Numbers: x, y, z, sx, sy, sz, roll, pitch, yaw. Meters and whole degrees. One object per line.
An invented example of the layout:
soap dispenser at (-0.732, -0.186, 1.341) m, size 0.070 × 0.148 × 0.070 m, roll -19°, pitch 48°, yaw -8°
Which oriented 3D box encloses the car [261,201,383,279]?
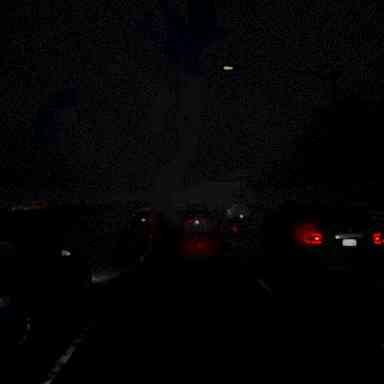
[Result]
car at (3.662, 1.276, 10.361) m, size 2.150 × 2.045 × 5.566 m, roll 0°, pitch 0°, yaw 1°

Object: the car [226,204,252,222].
car at (3.985, 1.731, 28.683) m, size 1.812 × 1.442 × 4.674 m, roll 0°, pitch -1°, yaw 1°

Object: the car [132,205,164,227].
car at (-3.124, 1.682, 24.065) m, size 1.812 × 1.442 × 4.674 m, roll 0°, pitch -1°, yaw 1°

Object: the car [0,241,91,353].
car at (-3.366, 1.592, 6.185) m, size 1.994 × 1.385 × 4.181 m, roll 0°, pitch 0°, yaw 0°

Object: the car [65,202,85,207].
car at (-13.420, 1.867, 38.622) m, size 1.994 × 1.385 × 4.181 m, roll 0°, pitch -1°, yaw 2°

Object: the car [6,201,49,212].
car at (-17.034, 1.739, 35.256) m, size 1.882 × 1.535 × 5.008 m, roll 0°, pitch -1°, yaw 2°

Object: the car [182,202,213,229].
car at (0.357, 1.655, 23.091) m, size 1.837 × 1.490 × 4.892 m, roll 0°, pitch 0°, yaw 1°

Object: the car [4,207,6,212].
car at (-20.392, 1.872, 39.489) m, size 1.994 × 1.385 × 4.181 m, roll 0°, pitch -1°, yaw 2°
